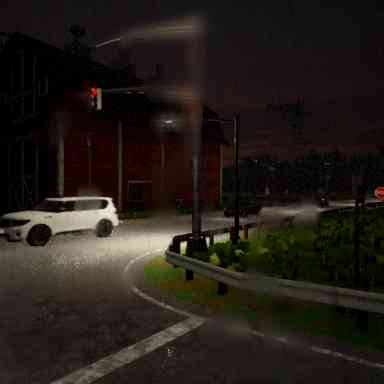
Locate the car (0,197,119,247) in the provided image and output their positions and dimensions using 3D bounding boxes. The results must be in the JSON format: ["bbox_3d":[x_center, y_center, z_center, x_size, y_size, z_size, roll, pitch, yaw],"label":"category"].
[{"bbox_3d":[-6.034,1.249,15.669,2.150,2.045,5.566,0,0,37],"label":"car"}]

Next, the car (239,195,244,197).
[{"bbox_3d":[12.940,1.547,89.158,1.784,1.438,3.905,0,0,36],"label":"car"}]

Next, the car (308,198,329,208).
[{"bbox_3d":[18.412,1.591,48.321,1.994,1.385,4.181,0,0,37],"label":"car"}]

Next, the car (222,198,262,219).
[{"bbox_3d":[4.649,1.531,30.002,1.837,1.490,4.892,0,0,37],"label":"car"}]

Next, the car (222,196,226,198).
[{"bbox_3d":[6.341,1.532,78.050,1.816,1.474,4.193,0,0,36],"label":"car"}]
